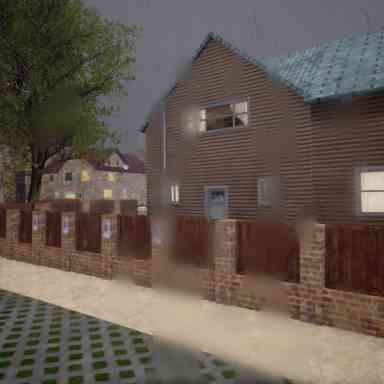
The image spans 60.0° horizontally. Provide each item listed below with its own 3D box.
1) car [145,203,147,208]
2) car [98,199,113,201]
[{"bbox_3d":[-3.354,1.453,38.646,1.895,1.301,4.718,-1,0,29],"label":"car"},{"bbox_3d":[-8.247,1.419,29.941,1.837,1.490,4.892,-1,0,29],"label":"car"}]
